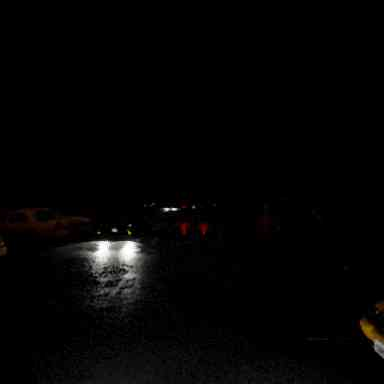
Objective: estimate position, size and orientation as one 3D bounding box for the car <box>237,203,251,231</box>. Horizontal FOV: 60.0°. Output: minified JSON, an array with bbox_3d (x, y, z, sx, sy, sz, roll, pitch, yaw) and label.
[{"bbox_3d":[5.090,1.521,17.781,4.792,1.488,2.163,0,0,0],"label":"car"}]

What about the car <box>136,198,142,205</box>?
[{"bbox_3d":[-8.028,1.641,34.369,4.792,1.488,2.163,0,0,0],"label":"car"}]

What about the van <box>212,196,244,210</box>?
[{"bbox_3d":[5.215,1.512,48.246,4.442,1.987,1.878,0,-1,0],"label":"van"}]

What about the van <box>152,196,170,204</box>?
[{"bbox_3d":[-7.819,2.121,84.320,4.442,1.987,1.878,0,-1,0],"label":"van"}]

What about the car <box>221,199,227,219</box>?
[{"bbox_3d":[5.076,1.542,25.958,5.008,1.535,2.097,0,-1,0],"label":"car"}]

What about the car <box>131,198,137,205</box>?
[{"bbox_3d":[-8.031,1.617,31.593,4.792,1.488,2.163,0,-1,0],"label":"car"}]

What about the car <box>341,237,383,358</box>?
[{"bbox_3d":[4.858,1.479,3.808,5.366,1.575,1.946,0,0,0],"label":"car"}]

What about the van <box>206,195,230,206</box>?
[{"bbox_3d":[5.003,1.657,64.875,4.442,1.987,1.878,0,-1,0],"label":"van"}]

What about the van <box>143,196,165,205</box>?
[{"bbox_3d":[-8.070,1.776,70.443,4.442,1.987,1.878,0,-1,0],"label":"van"}]

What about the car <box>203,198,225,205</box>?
[{"bbox_3d":[5.130,2.209,78.566,4.892,1.521,2.231,0,-1,0],"label":"car"}]

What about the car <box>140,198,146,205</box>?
[{"bbox_3d":[-8.024,1.666,37.145,4.792,1.488,2.163,0,-1,0],"label":"car"}]

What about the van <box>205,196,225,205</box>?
[{"bbox_3d":[5.250,1.914,75.802,4.442,1.987,1.878,0,-1,0],"label":"van"}]

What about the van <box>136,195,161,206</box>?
[{"bbox_3d":[-8.080,1.629,62.132,4.442,1.987,1.878,0,-1,0],"label":"van"}]

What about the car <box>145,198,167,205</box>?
[{"bbox_3d":[-7.947,2.111,73.212,4.674,1.452,2.002,0,-1,0],"label":"car"}]

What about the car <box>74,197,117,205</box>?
[{"bbox_3d":[-7.981,1.392,23.268,4.553,1.767,2.185,0,0,0],"label":"car"}]

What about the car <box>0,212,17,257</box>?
[{"bbox_3d":[-8.215,1.475,9.395,5.366,1.575,1.946,0,0,0],"label":"car"}]

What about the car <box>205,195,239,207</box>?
[{"bbox_3d":[5.081,1.559,56.556,5.566,2.045,2.435,0,-1,0],"label":"car"}]

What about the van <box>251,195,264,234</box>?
[{"bbox_3d":[5.174,1.259,15.010,4.442,1.987,1.878,0,0,0],"label":"van"}]

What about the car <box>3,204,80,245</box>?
[{"bbox_3d":[-8.208,1.478,15.068,5.366,1.575,1.946,0,0,0],"label":"car"}]

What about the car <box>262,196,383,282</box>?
[{"bbox_3d":[5.079,1.231,9.347,5.566,2.045,2.435,0,0,0],"label":"car"}]

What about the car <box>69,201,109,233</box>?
[{"bbox_3d":[-8.022,1.500,20.488,4.892,1.521,2.231,0,0,0],"label":"car"}]

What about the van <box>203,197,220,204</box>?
[{"bbox_3d":[5.267,2.258,89.650,4.442,1.987,1.878,0,-1,0],"label":"van"}]

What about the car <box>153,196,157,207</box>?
[{"bbox_3d":[-8.167,1.730,48.250,5.366,1.575,1.946,0,0,0],"label":"car"}]

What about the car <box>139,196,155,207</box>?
[{"bbox_3d":[-7.991,1.710,45.474,4.892,1.521,2.231,0,-1,0],"label":"car"}]

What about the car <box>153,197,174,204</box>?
[{"bbox_3d":[-7.954,2.302,92.646,5.566,2.045,2.435,0,-1,0],"label":"car"}]

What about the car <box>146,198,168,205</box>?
[{"bbox_3d":[-7.977,2.169,75.989,4.792,1.488,2.163,0,-1,0],"label":"car"}]

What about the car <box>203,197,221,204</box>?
[{"bbox_3d":[5.115,2.289,86.878,4.553,1.767,2.185,0,-1,0],"label":"car"}]

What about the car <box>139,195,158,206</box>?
[{"bbox_3d":[-8.009,1.632,51.027,4.553,1.767,2.185,0,-1,0],"label":"car"}]

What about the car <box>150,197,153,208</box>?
[{"bbox_3d":[-7.982,1.686,42.697,4.892,1.521,2.231,0,-1,0],"label":"car"}]

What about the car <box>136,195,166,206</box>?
[{"bbox_3d":[-7.932,1.628,64.908,5.566,2.045,2.435,0,-1,0],"label":"car"}]

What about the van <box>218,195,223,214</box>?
[{"bbox_3d":[4.961,1.365,31.500,4.442,1.987,1.878,0,0,0],"label":"van"}]

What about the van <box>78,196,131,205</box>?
[{"bbox_3d":[-7.888,1.337,28.819,4.442,1.987,1.878,0,-1,0],"label":"van"}]

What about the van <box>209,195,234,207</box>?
[{"bbox_3d":[5.229,1.609,59.326,4.442,1.987,1.878,0,-1,0],"label":"van"}]

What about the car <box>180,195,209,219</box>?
[{"bbox_3d":[0.136,1.319,29.754,2.150,2.045,5.566,0,0,0],"label":"car"}]

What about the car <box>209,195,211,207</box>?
[{"bbox_3d":[5.057,1.388,37.040,5.566,2.045,2.435,0,-1,0],"label":"car"}]

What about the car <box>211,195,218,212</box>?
[{"bbox_3d":[5.053,1.364,34.270,5.566,2.045,2.435,0,0,0],"label":"car"}]

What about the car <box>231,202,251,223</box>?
[{"bbox_3d":[5.093,1.532,20.420,4.792,1.488,2.163,0,0,0],"label":"car"}]

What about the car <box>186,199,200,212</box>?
[{"bbox_3d":[0.154,1.730,44.573,1.837,1.490,4.892,0,0,0],"label":"car"}]

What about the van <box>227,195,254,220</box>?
[{"bbox_3d":[4.959,1.295,23.174,4.442,1.987,1.878,0,0,0],"label":"van"}]

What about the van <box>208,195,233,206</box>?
[{"bbox_3d":[5.232,1.632,61.971,4.442,1.987,1.878,0,0,0],"label":"van"}]

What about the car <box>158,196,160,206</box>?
[{"bbox_3d":[-8.005,1.656,53.803,4.553,1.767,2.185,0,-1,0],"label":"car"}]

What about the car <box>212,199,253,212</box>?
[{"bbox_3d":[5.086,1.688,42.579,5.008,1.535,2.097,0,-1,0],"label":"car"}]

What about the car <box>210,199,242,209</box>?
[{"bbox_3d":[5.100,1.801,50.888,4.674,1.452,2.002,0,-1,0],"label":"car"}]

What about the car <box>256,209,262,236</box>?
[{"bbox_3d":[5.025,1.512,12.116,4.792,1.488,2.163,0,0,0],"label":"car"}]

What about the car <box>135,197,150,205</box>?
[{"bbox_3d":[-8.177,1.657,39.922,5.366,1.575,1.946,0,-1,0],"label":"car"}]

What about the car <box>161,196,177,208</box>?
[{"bbox_3d":[-3.489,1.810,55.589,2.128,1.511,4.902,0,0,1],"label":"car"}]

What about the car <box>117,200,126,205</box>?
[{"bbox_3d":[-7.979,1.568,26.040,4.792,1.488,2.163,0,-1,0],"label":"car"}]

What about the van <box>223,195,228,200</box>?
[{"bbox_3d":[5.191,1.341,28.730,4.442,1.987,1.878,0,0,0],"label":"van"}]

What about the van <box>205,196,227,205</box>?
[{"bbox_3d":[5.009,1.776,70.265,4.442,1.987,1.878,0,-1,0],"label":"van"}]

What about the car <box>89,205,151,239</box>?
[{"bbox_3d":[-3.561,1.570,17.244,1.994,1.385,4.181,0,0,0],"label":"car"}]

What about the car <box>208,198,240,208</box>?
[{"bbox_3d":[5.100,1.785,53.659,5.008,1.535,2.097,0,-1,0],"label":"car"}]
